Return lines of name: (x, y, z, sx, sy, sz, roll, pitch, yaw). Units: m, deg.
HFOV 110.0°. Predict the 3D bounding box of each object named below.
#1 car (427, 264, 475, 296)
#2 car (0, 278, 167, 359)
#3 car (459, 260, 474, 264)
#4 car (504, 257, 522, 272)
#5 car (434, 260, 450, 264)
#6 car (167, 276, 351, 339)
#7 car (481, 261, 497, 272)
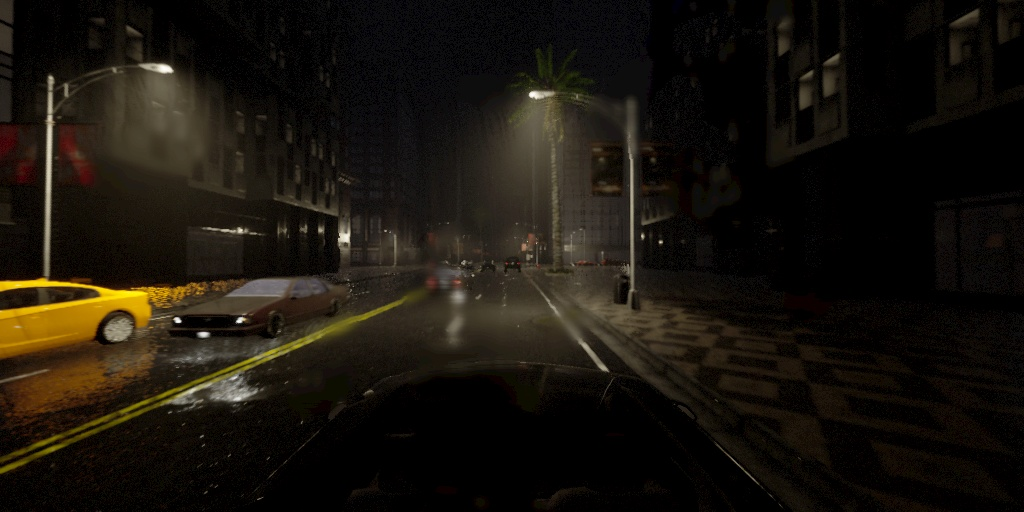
car: (-3.148, 1.314, 19.308, 2.033, 1.411, 5.357, 0, 0, 0)
car: (-9.848, 1.229, 6.691, 1.882, 1.535, 5.008, 0, 0, 0)
car: (-6.568, 1.395, 52.758, 2.128, 1.511, 4.902, 0, 0, 0)
car: (0.100, 1.094, 47.951, 2.150, 2.045, 5.566, 0, 0, 0)
car: (-9.807, 1.379, 50.487, 2.128, 1.511, 4.902, 0, 0, 0)
car: (-6.599, 1.302, 10.336, 2.033, 1.411, 5.357, 0, 0, 0)
car: (-3.149, 1.371, 49.484, 2.128, 1.511, 4.902, 0, 0, 0)
